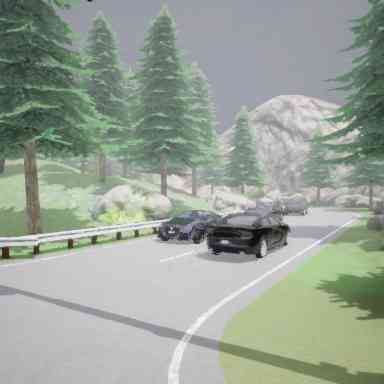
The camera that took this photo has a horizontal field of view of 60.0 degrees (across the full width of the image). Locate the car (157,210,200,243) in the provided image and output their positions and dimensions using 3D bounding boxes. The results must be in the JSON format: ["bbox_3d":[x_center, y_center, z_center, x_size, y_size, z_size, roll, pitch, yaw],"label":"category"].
[{"bbox_3d":[0.153,1.573,16.222,1.994,1.385,4.181,0,0,32],"label":"car"}]

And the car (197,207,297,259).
[{"bbox_3d":[2.379,1.540,12.982,1.882,1.535,5.008,0,-1,32],"label":"car"}]

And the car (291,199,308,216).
[{"bbox_3d":[10.550,1.525,33.495,1.837,1.490,4.892,0,0,25],"label":"car"}]

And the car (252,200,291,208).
[{"bbox_3d":[5.391,1.506,24.675,2.128,1.511,4.902,0,0,32],"label":"car"}]
